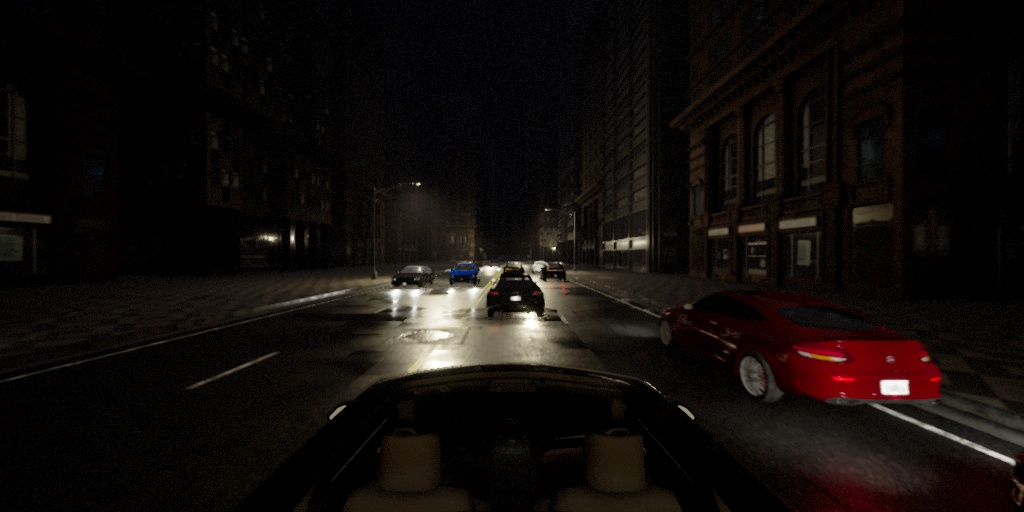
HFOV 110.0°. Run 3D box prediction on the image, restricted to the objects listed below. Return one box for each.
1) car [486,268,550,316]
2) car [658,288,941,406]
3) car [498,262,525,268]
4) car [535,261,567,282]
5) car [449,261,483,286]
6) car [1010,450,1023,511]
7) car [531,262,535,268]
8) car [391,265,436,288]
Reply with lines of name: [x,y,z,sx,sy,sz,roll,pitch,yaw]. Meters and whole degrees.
car: [0.116,1.332,13.463,1.994,1.385,4.181,0,0,0]
car: [4.229,1.287,6.264,1.812,1.442,4.674,0,0,0]
car: [0.143,1.299,31.542,2.128,1.511,4.902,0,0,0]
car: [3.345,1.298,29.710,2.128,1.511,4.902,0,0,0]
car: [-3.314,1.268,26.151,1.882,1.535,5.008,0,0,0]
car: [4.219,1.258,0.263,1.837,1.490,4.892,0,0,0]
car: [3.346,1.371,43.921,1.812,1.442,4.674,0,0,1]
car: [-6.567,1.331,24.574,2.033,1.411,5.357,0,0,0]
